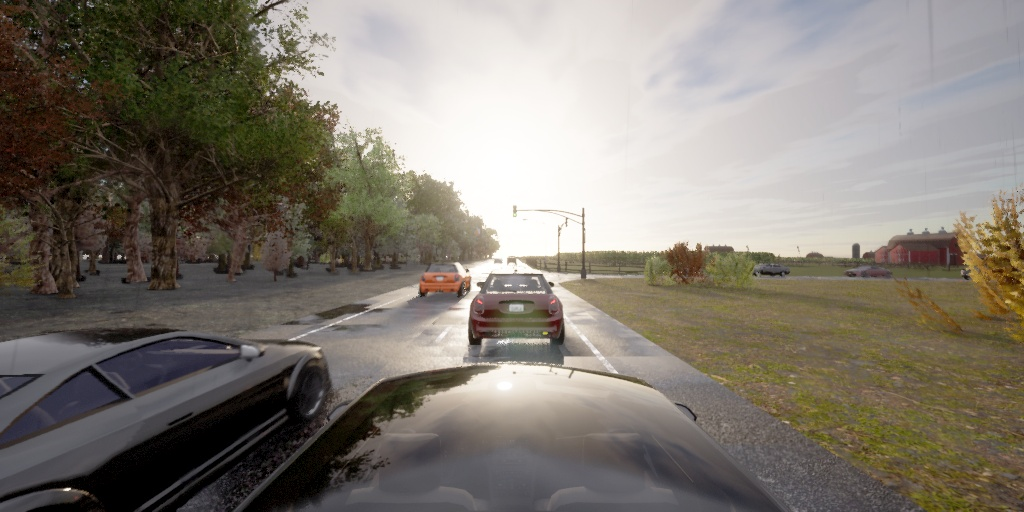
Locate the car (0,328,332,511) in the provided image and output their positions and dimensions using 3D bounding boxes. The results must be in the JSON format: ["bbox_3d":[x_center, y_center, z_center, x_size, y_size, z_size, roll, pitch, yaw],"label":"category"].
[{"bbox_3d":[-3.398,1.315,3.101,1.994,1.385,4.181,0,0,0],"label":"car"}]

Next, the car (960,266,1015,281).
[{"bbox_3d":[49.622,1.780,37.111,4.902,1.511,2.128,1,-1,0],"label":"car"}]

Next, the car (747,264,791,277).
[{"bbox_3d":[28.855,1.614,40.796,4.902,1.511,2.128,1,-1,0],"label":"car"}]

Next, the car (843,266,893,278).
[{"bbox_3d":[40.372,1.812,40.727,4.181,1.385,1.994,1,-1,1],"label":"car"}]

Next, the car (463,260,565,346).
[{"bbox_3d":[0.094,1.104,9.599,2.097,1.767,4.553,0,0,0],"label":"car"}]

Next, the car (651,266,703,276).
[{"bbox_3d":[18.701,1.559,40.835,5.357,1.411,2.033,1,-1,0],"label":"car"}]

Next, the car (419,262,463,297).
[{"bbox_3d":[-3.407,1.106,19.074,2.097,1.767,4.553,0,0,0],"label":"car"}]
